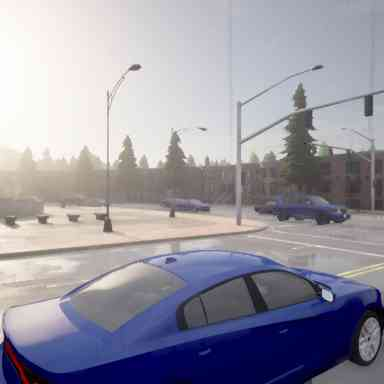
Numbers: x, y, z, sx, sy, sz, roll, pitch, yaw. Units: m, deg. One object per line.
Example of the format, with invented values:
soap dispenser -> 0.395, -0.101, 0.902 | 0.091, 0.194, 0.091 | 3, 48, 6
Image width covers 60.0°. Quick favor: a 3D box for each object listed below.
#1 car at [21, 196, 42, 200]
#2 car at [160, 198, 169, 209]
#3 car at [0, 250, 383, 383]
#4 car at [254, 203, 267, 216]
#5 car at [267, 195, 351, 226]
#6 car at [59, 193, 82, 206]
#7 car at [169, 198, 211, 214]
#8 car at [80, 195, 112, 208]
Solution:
car -> -29.901, 1.505, 60.665 | 4.892, 1.490, 1.837 | 0, 0, 5
car -> -2.120, 1.477, 43.607 | 1.882, 1.535, 5.008 | 0, 0, -45
car -> 0.445, 1.478, 4.113 | 5.008, 1.535, 1.882 | 0, 0, -35
car -> 8.057, 1.601, 30.619 | 1.895, 1.301, 4.718 | 0, 0, -36
car -> 8.446, 1.222, 24.073 | 2.150, 2.045, 5.566 | 0, 0, -35
car -> -19.314, 1.226, 54.960 | 5.566, 2.045, 2.150 | 0, 0, 20
car -> -0.055, 1.477, 35.683 | 1.882, 1.535, 5.008 | 0, 0, -38
car -> -13.743, 1.564, 48.418 | 4.181, 1.385, 1.994 | 0, 0, 29
